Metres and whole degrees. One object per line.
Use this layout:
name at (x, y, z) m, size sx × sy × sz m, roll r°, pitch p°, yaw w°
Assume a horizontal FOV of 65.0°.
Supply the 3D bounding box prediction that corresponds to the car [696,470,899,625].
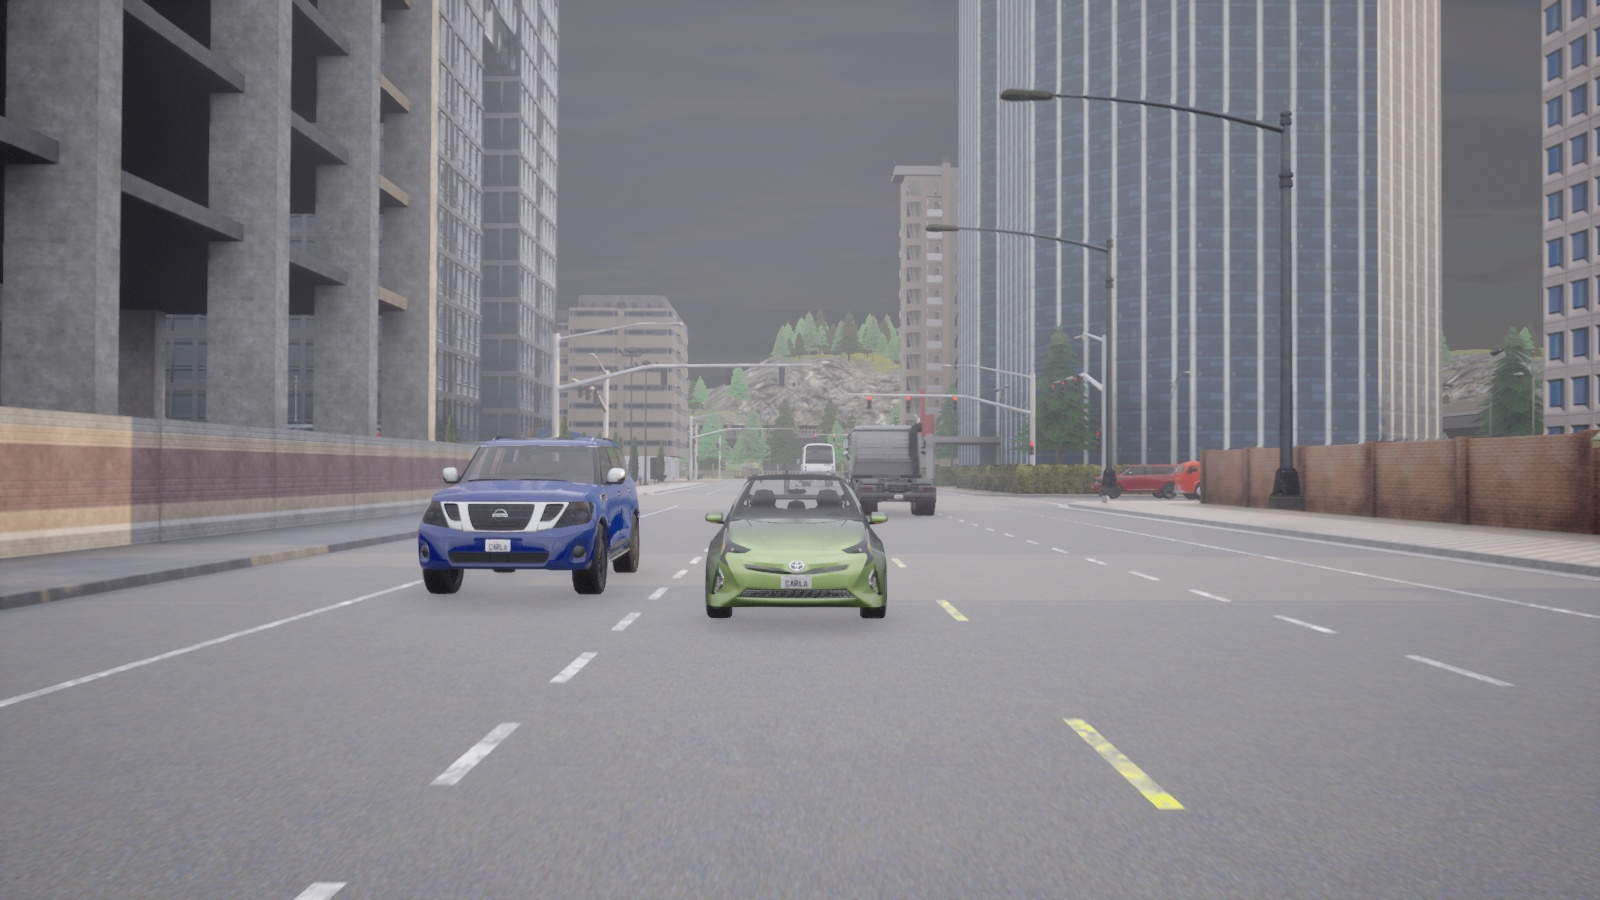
car at (-0.034, 1.007, 14.713) m, size 2.007 × 1.525 × 4.514 m, roll 0°, pitch -1°, yaw 0°

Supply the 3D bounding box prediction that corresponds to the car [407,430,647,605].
car at (-3.541, 0.840, 17.517) m, size 2.150 × 2.045 × 5.566 m, roll 0°, pitch -1°, yaw 0°

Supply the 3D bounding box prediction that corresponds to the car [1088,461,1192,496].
car at (20.182, 1.701, 74.738) m, size 5.566 × 2.045 × 2.150 m, roll 0°, pitch -1°, yaw -1°

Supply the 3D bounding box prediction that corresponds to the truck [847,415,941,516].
truck at (3.386, 0.609, 47.250) m, size 2.891 × 3.462 × 7.936 m, roll 0°, pitch -1°, yaw 0°

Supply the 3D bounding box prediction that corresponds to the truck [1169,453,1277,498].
truck at (23.970, 1.422, 71.285) m, size 5.204 × 2.467 × 2.627 m, roll 0°, pitch -1°, yaw -1°
